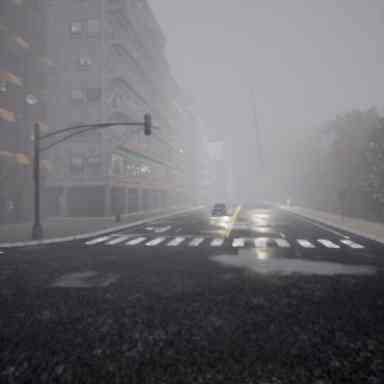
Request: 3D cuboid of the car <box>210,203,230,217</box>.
[{"bbox_3d":[3.191,2.021,37.605,1.837,1.490,4.892,-1,0,9],"label":"car"}]
